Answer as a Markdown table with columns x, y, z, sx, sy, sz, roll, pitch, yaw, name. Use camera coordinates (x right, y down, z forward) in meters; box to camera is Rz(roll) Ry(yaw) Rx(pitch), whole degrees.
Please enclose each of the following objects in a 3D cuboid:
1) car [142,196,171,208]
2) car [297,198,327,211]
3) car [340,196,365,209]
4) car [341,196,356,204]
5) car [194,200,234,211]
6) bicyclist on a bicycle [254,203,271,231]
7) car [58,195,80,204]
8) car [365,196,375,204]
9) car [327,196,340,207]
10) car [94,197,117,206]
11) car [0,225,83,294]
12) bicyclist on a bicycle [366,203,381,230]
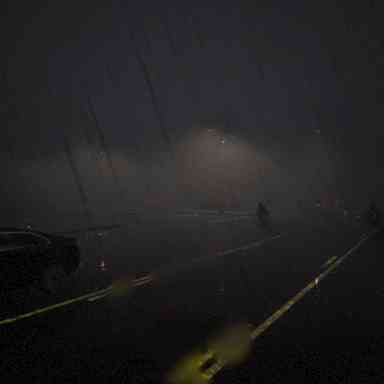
| x | y | z | sx | sy | sz | roll | pitch | yaw | name |
| --- | --- | --- | --- | --- | --- | --- | --- | --- | --- |
| -5.338 | 1.351 | 49.564 | 4.553 | 1.767 | 2.097 | 0 | 0 | 34 | car |
| 14.522 | 1.492 | 41.090 | 2.128 | 1.511 | 4.902 | 0 | 0 | 37 | car |
| 22.383 | 1.505 | 46.208 | 1.837 | 1.490 | 4.892 | 0 | 0 | 34 | car |
| 29.766 | 1.484 | 63.035 | 1.812 | 1.442 | 4.674 | 0 | 0 | 34 | car |
| 2.582 | 1.601 | 39.694 | 4.718 | 1.301 | 1.895 | 0 | 0 | 37 | car |
| 4.088 | 1.455 | 19.357 | 0.582 | 1.620 | 1.656 | 0 | -2 | -23 | bicyclist on a bicycle |
| -22.792 | 1.492 | 61.421 | 4.902 | 1.511 | 2.128 | 0 | 0 | 34 | car |
| 31.208 | 1.471 | 58.981 | 2.128 | 1.511 | 4.902 | 0 | 0 | 35 | car |
| 22.096 | 1.351 | 51.976 | 2.097 | 1.767 | 4.553 | 0 | 0 | 35 | car |
| -14.548 | 1.564 | 55.832 | 4.181 | 1.385 | 1.994 | 0 | 0 | 34 | car |
| -4.612 | 1.491 | 6.745 | 2.128 | 1.511 | 4.902 | 0 | 0 | 34 | car |
| 10.868 | 1.455 | 19.939 | 0.582 | 1.620 | 1.656 | 0 | -2 | 3 | bicyclist on a bicycle |
